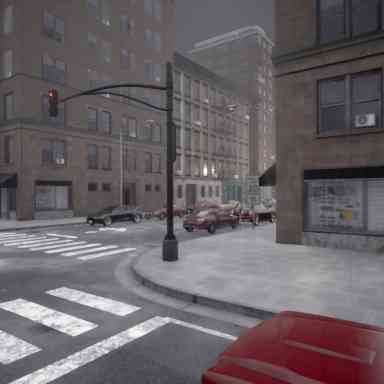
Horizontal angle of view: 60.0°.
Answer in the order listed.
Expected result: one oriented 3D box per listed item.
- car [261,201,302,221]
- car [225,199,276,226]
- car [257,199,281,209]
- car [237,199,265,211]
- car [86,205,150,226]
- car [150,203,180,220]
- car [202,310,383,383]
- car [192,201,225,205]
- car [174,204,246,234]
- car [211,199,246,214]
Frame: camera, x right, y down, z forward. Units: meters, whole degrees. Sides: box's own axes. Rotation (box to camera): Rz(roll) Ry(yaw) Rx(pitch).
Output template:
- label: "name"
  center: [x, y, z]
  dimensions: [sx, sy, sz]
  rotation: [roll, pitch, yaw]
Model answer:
- label: "car"
  center: [7.663, 1.495, 28.026]
  dimensions: [1.752, 1.417, 4.829]
  rotation: [0, 0, 36]
- label: "car"
  center: [4.349, 1.412, 23.402]
  dimensions: [1.967, 1.590, 4.097]
  rotation: [0, 0, 36]
- label: "car"
  center: [10.682, 1.602, 46.017]
  dimensions: [1.802, 1.307, 4.206]
  rotation: [0, 0, 36]
- label: "car"
  center: [7.468, 1.601, 41.531]
  dimensions: [1.802, 1.307, 4.206]
  rotation: [0, 0, 36]
- label: "car"
  center: [-5.389, 1.591, 23.589]
  dimensions: [1.947, 1.339, 4.313]
  rotation: [0, 0, 36]
- label: "car"
  center: [-2.175, 1.605, 28.075]
  dimensions: [1.802, 1.307, 4.206]
  rotation: [0, 0, 36]
- label: "car"
  center: [2.320, 1.601, 2.034]
  dimensions: [4.718, 1.301, 1.895]
  rotation: [0, 0, 36]
- label: "car"
  center: [1.039, 1.566, 32.560]
  dimensions: [1.887, 1.381, 4.507]
  rotation: [0, 0, 36]
- label: "car"
  center: [1.135, 1.556, 18.916]
  dimensions: [1.802, 1.307, 4.206]
  rotation: [0, 0, 36]
- label: "car"
  center: [4.155, 1.545, 36.907]
  dimensions: [1.752, 1.417, 4.829]
  rotation: [0, 0, 36]
